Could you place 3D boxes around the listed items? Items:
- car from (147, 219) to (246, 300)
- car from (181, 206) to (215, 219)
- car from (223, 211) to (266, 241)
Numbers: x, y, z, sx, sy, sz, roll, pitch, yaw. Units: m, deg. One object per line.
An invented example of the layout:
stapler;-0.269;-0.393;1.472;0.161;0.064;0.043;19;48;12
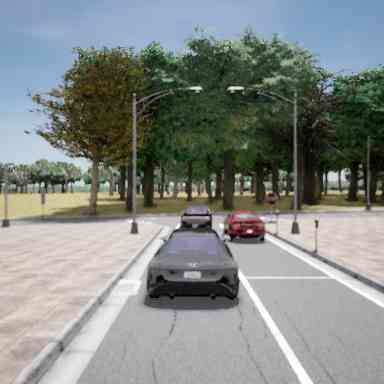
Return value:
car;0.066;1.618;8.575;1.994;1.385;4.181;0;0;2
car;0.381;1.622;20.580;2.128;1.511;4.902;0;0;4
car;2.595;1.655;17.225;1.887;1.381;4.507;-1;0;0
